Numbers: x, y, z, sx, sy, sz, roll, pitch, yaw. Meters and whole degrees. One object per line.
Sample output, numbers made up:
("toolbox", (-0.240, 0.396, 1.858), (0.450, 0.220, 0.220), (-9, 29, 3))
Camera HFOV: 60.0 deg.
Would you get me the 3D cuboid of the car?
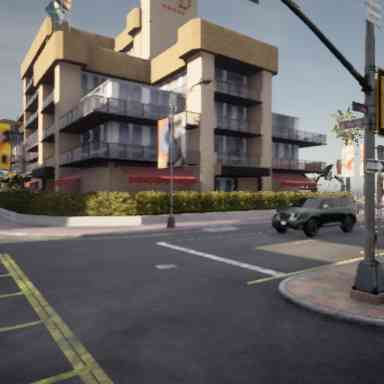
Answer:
("car", (6.944, 1.233, 18.557), (5.566, 2.045, 2.150), (0, 0, -35))
